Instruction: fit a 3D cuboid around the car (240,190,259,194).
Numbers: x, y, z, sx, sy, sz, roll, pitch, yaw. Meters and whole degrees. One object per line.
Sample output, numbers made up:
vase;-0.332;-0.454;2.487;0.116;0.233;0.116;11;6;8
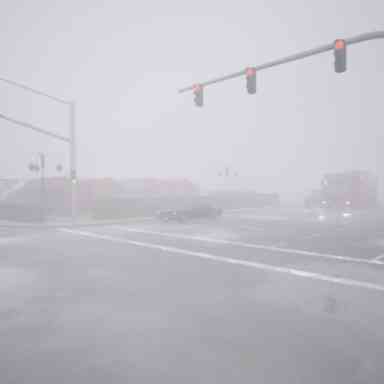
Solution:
car;9.845;0.410;63.675;4.605;1.855;1.932;0;1;44

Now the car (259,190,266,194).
car;13.705;0.572;67.706;3.806;1.475;1.970;0;1;44

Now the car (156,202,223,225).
car;-0.100;1.328;22.037;1.895;1.301;4.718;0;1;44

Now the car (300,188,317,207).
car;14.666;0.644;37.394;2.150;2.045;5.566;0;1;44

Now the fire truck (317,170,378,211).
fire truck;16.164;-0.218;33.779;2.891;3.827;8.468;0;1;44
